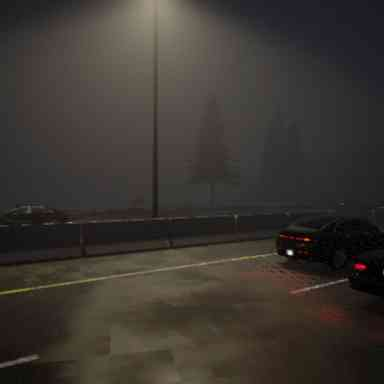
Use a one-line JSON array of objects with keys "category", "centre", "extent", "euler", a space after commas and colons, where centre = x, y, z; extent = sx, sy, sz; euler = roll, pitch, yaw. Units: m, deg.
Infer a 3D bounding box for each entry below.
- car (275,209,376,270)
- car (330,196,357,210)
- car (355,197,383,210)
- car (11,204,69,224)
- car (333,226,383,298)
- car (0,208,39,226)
[{"category": "car", "centre": [4.916, 1.511, 10.942], "extent": [4.892, 1.490, 1.837], "euler": [0, 0, -31]}, {"category": "car", "centre": [19.671, 1.381, 41.928], "extent": [4.553, 1.767, 2.097], "euler": [0, 0, -21]}, {"category": "car", "centre": [22.353, 1.585, 39.263], "extent": [5.357, 1.411, 2.033], "euler": [0, 0, -21]}, {"category": "car", "centre": [-9.465, 1.458, 18.560], "extent": [4.902, 1.511, 2.128], "euler": [0, 0, -34]}, {"category": "car", "centre": [5.774, 1.558, 7.417], "extent": [5.357, 1.411, 2.033], "euler": [0, 0, -32]}, {"category": "car", "centre": [-9.467, 1.570, 14.347], "extent": [4.718, 1.301, 1.895], "euler": [0, 0, -35]}]
